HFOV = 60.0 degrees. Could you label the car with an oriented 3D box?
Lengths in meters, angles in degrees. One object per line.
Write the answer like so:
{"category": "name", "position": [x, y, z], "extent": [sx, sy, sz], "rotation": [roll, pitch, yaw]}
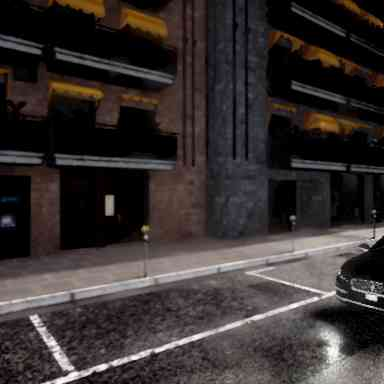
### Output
{"category": "car", "position": [4.940, 1.496, 6.950], "extent": [4.892, 1.490, 1.837], "rotation": [0, 0, -36]}
